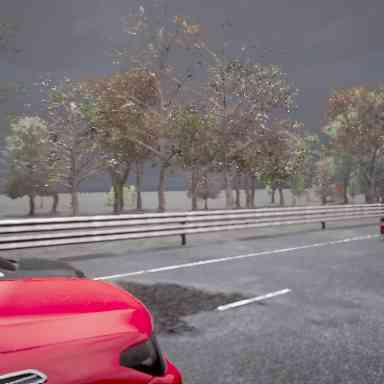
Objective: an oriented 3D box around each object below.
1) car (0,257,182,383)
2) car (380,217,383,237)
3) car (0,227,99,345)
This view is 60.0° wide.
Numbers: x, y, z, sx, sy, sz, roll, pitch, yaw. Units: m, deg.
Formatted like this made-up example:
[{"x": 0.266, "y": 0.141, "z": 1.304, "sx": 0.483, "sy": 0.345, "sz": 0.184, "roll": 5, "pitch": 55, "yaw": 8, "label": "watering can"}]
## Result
[{"x": -2.736, "y": 1.223, "z": 1.795, "sx": 5.566, "sy": 2.045, "sz": 2.150, "roll": 0, "pitch": 0, "yaw": -36, "label": "car"}, {"x": 10.904, "y": 1.469, "z": 15.829, "sx": 5.008, "sy": 1.535, "sz": 1.882, "roll": 0, "pitch": 0, "yaw": -35, "label": "car"}, {"x": -4.134, "y": 1.505, "z": 5.096, "sx": 4.892, "sy": 1.490, "sz": 1.837, "roll": 0, "pitch": 0, "yaw": -36, "label": "car"}]
